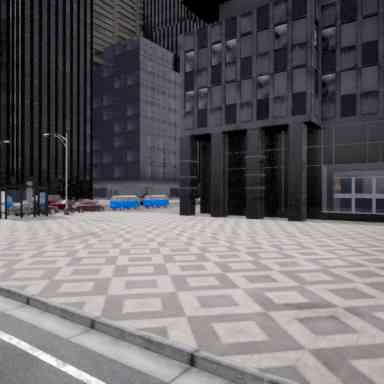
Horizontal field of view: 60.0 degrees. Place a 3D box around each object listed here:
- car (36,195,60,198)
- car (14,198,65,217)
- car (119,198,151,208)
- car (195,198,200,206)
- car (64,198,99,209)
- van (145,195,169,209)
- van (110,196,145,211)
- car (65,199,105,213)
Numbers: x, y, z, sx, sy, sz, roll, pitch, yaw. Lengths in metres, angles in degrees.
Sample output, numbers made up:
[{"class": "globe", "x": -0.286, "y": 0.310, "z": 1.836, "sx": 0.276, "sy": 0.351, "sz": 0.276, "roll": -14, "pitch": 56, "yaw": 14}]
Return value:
[{"class": "car", "x": -18.256, "y": 1.284, "z": 40.517, "sx": 2.192, "sy": 1.841, "sz": 5.009, "roll": 0, "pitch": 0, "yaw": 35}, {"class": "car", "x": -14.606, "y": 1.548, "z": 30.948, "sx": 2.008, "sy": 1.369, "sz": 4.403, "roll": 0, "pitch": 0, "yaw": 35}, {"class": "car", "x": -8.405, "y": 1.572, "z": 49.738, "sx": 1.895, "sy": 1.301, "sz": 4.718, "roll": 0, "pitch": 0, "yaw": 36}, {"class": "car", "x": 1.864, "y": 1.569, "z": 54.069, "sx": 1.802, "sy": 1.307, "sz": 4.206, "roll": 0, "pitch": 0, "yaw": 35}, {"class": "car", "x": -14.962, "y": 1.548, "z": 45.142, "sx": 1.802, "sy": 1.307, "sz": 4.206, "roll": 0, "pitch": 0, "yaw": 35}, {"class": "van", "x": -4.724, "y": 1.329, "z": 44.821, "sx": 1.690, "sy": 1.788, "sz": 3.998, "roll": 0, "pitch": 0, "yaw": 35}, {"class": "van", "x": -8.017, "y": 1.331, "z": 40.197, "sx": 1.690, "sy": 1.788, "sz": 3.998, "roll": 0, "pitch": 0, "yaw": 35}, {"class": "car", "x": -11.312, "y": 1.576, "z": 35.573, "sx": 1.802, "sy": 1.307, "sz": 4.206, "roll": 0, "pitch": 0, "yaw": 35}]
